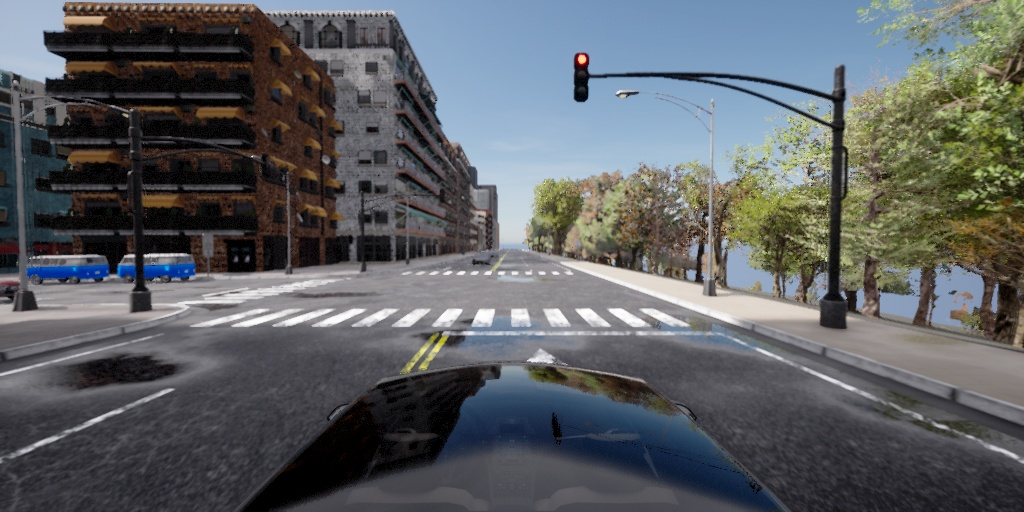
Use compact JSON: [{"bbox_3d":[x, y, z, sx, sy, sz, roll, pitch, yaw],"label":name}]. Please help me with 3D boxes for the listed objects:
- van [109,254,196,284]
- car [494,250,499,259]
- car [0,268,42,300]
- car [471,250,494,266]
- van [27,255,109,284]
[{"bbox_3d":[-22.722,0.774,22.995,3.998,1.789,1.690,0,0,-1],"label":"van"},{"bbox_3d":[-3.259,-0.246,60.168,1.994,1.385,4.181,0,2,0],"label":"car"},{"bbox_3d":[-22.634,1.273,14.653,4.207,1.307,1.802,0,0,-1],"label":"car"},{"bbox_3d":[-3.256,0.311,38.921,1.837,1.490,4.892,0,3,0],"label":"car"},{"bbox_3d":[-28.324,0.850,22.920,3.998,1.789,1.690,0,0,-1],"label":"van"}]
